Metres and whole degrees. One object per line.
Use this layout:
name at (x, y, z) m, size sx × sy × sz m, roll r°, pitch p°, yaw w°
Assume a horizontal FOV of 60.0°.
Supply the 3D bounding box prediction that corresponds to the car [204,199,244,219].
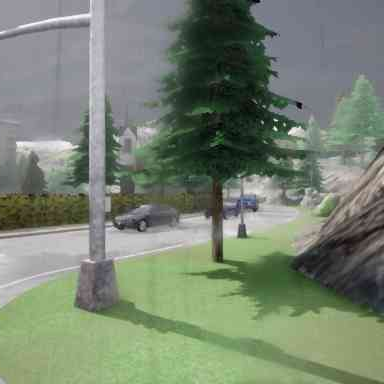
car at (2.723, 1.599, 29.124) m, size 1.895 × 1.301 × 4.718 m, roll 0°, pitch 0°, yaw 26°

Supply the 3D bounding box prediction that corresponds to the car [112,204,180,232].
car at (-2.655, 1.503, 20.337) m, size 1.837 × 1.490 × 4.892 m, roll 0°, pitch 0°, yaw 35°

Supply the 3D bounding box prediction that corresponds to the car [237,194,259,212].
car at (6.522, 1.220, 38.802) m, size 2.150 × 2.045 × 5.566 m, roll 0°, pitch 0°, yaw 16°
